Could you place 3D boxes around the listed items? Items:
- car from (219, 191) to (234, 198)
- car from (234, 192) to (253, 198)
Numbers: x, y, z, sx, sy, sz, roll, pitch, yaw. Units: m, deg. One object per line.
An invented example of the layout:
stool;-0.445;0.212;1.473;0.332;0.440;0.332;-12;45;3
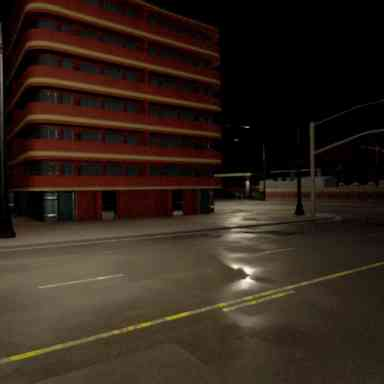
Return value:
car;9.164;0.678;86.294;4.611;1.667;2.242;-1;1;-35
car;13.132;0.825;82.069;3.806;1.475;1.970;-1;1;-35
